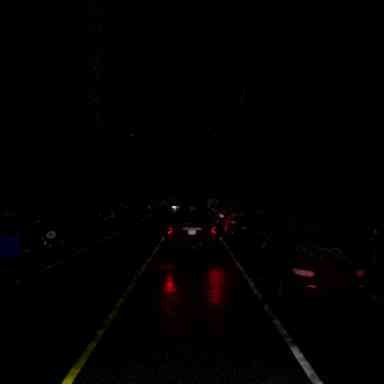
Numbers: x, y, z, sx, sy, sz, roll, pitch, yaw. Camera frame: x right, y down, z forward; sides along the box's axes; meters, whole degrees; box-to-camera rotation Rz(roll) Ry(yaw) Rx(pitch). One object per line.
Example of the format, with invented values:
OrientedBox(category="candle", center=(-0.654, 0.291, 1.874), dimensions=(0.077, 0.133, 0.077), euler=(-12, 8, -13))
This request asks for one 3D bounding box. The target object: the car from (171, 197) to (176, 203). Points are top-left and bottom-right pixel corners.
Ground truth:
OrientedBox(category="car", center=(-2.979, 2.314, 70.998), dimensions=(1.837, 1.490, 4.892), euler=(0, -1, 0))

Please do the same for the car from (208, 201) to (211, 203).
OrientedBox(category="car", center=(2.678, 1.951, 36.343), dimensions=(1.947, 1.339, 4.313), euler=(0, -1, 0))

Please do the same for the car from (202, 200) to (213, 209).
OrientedBox(category="car", center=(2.685, 2.189, 59.105), dimensions=(1.752, 1.417, 4.829), euler=(0, -1, 1))

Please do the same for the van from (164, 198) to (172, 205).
OrientedBox(category="van", center=(-5.835, 2.289, 81.479), dimensions=(1.690, 1.788, 3.998), euler=(0, -1, 0))

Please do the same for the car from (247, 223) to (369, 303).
OrientedBox(category="car", center=(2.670, 1.667, 8.149), dimensions=(1.802, 1.307, 4.206), euler=(0, -1, 0))

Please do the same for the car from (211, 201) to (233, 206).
OrientedBox(category="car", center=(2.675, 1.704, 25.067), dimensions=(1.967, 1.590, 4.097), euler=(0, -1, 0))

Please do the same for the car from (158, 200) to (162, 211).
OrientedBox(category="car", center=(-5.845, 1.958, 47.639), dimensions=(1.967, 1.590, 4.097), euler=(0, -1, 0))

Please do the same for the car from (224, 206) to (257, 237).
OrientedBox(category="car", center=(2.673, 1.749, 19.428), dimensions=(1.887, 1.381, 4.507), euler=(0, -1, 0))

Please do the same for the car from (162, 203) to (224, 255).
OrientedBox(category="car", center=(0.006, 1.498, 14.083), dimensions=(2.097, 1.767, 4.553), euler=(0, -1, 0))

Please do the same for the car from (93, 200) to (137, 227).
OrientedBox(category="car", center=(-5.851, 1.579, 25.085), dimensions=(2.192, 1.841, 5.009), euler=(0, -1, 0))

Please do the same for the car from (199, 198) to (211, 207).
OrientedBox(category="car", center=(2.687, 2.122, 70.175), dimensions=(2.192, 1.841, 5.009), euler=(0, -1, 0))

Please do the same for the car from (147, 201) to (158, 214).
OrientedBox(category="car", center=(-5.846, 1.891, 42.001), dimensions=(1.967, 1.590, 4.097), euler=(0, -1, 0))

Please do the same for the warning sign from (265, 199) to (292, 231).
OrientedBox(category="warning sign", center=(5.073, 1.322, 19.644), dimensions=(1.300, 1.860, 1.060), euler=(0, -1, 0))

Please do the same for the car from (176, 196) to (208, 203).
OrientedBox(category="car", center=(0.010, 1.522, 29.022), dimensions=(2.150, 2.045, 5.566), euler=(0, 0, 0))

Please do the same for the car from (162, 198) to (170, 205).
OrientedBox(category="car", center=(-5.847, 2.256, 64.353), dimensions=(1.752, 1.417, 4.829), euler=(0, -1, 1))

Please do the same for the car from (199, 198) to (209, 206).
OrientedBox(category="car", center=(2.689, 2.193, 75.815), dimensions=(2.192, 1.841, 5.009), euler=(0, -1, 0))

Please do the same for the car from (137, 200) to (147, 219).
OrientedBox(category="car", center=(-5.849, 1.639, 30.723), dimensions=(2.192, 1.841, 5.009), euler=(0, -1, 0))

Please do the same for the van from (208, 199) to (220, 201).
OrientedBox(category="van", center=(2.678, 1.792, 41.984), dimensions=(1.690, 1.788, 3.998), euler=(0, -1, 0))

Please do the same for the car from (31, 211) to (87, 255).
OrientedBox(category="car", center=(-5.854, 1.585, 13.805), dimensions=(1.967, 1.590, 4.097), euler=(0, -1, 0))

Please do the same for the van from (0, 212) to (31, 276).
OrientedBox(category="van", center=(-5.856, 1.426, 8.167), dimensions=(1.690, 1.788, 3.998), euler=(0, -1, 0))
